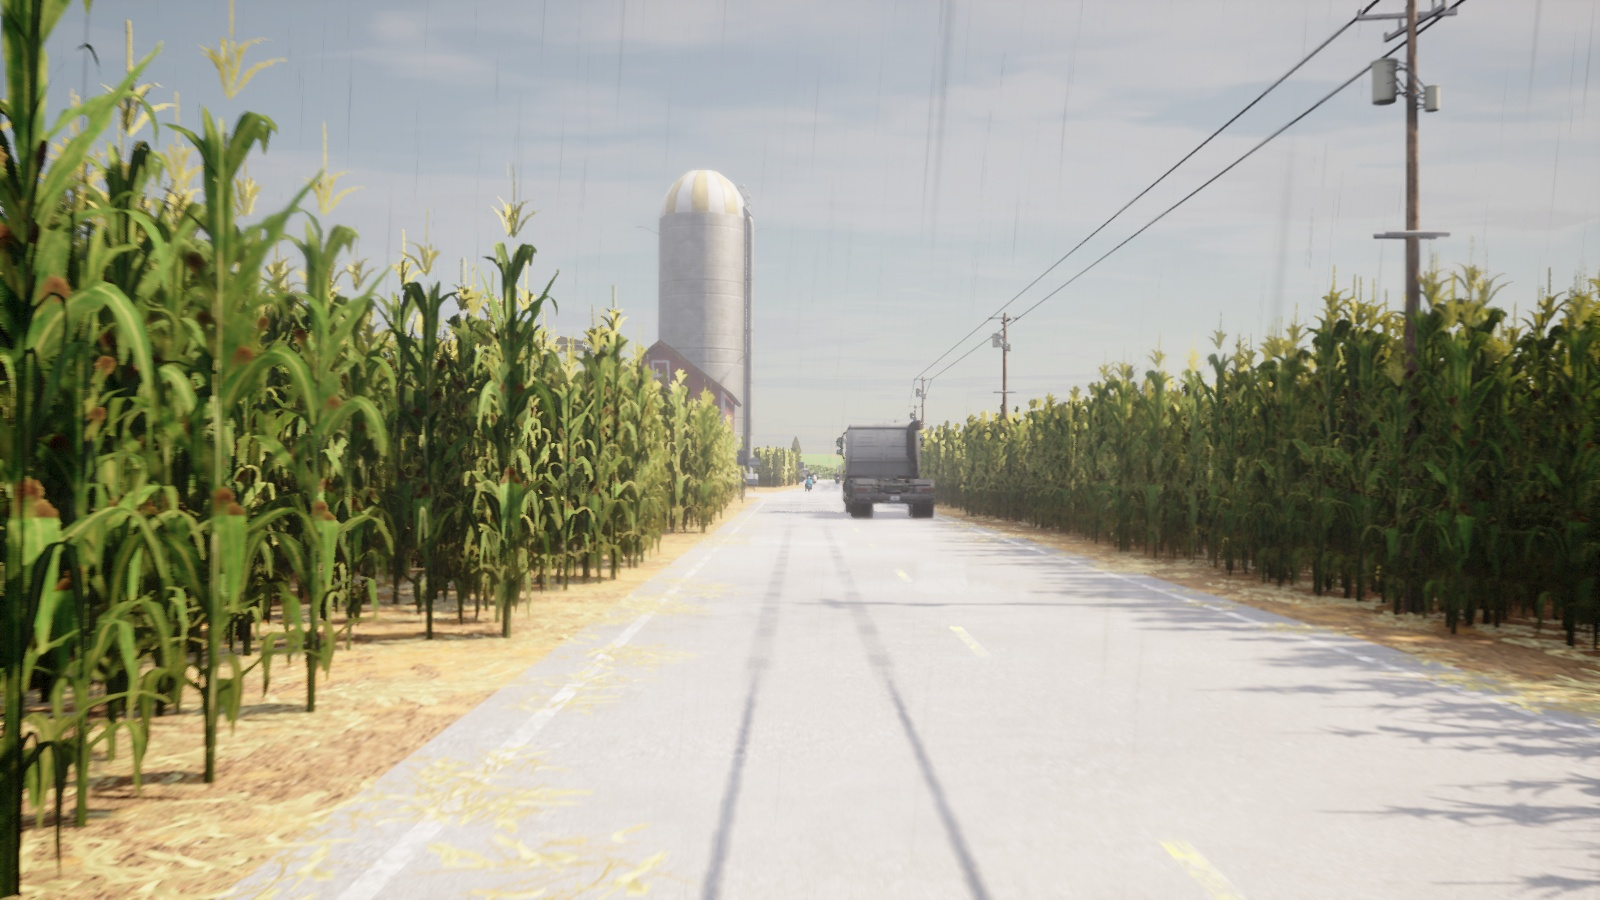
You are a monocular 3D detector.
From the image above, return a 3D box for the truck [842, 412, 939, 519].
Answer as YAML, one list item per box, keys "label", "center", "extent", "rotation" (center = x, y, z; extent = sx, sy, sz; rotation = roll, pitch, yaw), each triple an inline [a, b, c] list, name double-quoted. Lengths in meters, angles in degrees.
- label: "truck"
  center: [3.094, 0.574, 45.020]
  extent: [2.891, 3.462, 7.936]
  rotation: [0, -1, 0]
